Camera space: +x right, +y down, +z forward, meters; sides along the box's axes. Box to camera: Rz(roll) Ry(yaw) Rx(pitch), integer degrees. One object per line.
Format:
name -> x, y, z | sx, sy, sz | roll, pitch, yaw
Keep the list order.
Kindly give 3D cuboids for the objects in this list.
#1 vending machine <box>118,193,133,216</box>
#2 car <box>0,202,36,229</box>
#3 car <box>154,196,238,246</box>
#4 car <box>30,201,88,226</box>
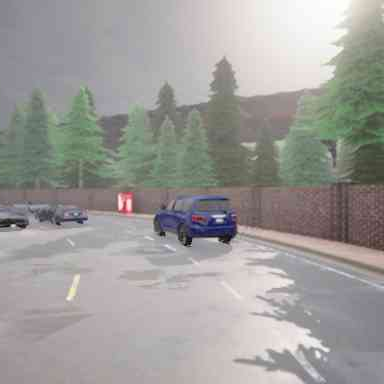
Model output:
vending machine -> -6.152, 1.130, 30.717 | 0.880, 2.100, 1.100 | 0, 0, 43
car -> -11.742, 1.502, 20.569 | 2.033, 1.411, 5.357 | 0, 0, -42
car -> -0.025, 1.189, 15.355 | 2.150, 2.045, 5.566 | 0, 0, -24
car -> -9.195, 1.497, 23.238 | 2.033, 1.411, 5.357 | 0, 0, -43
